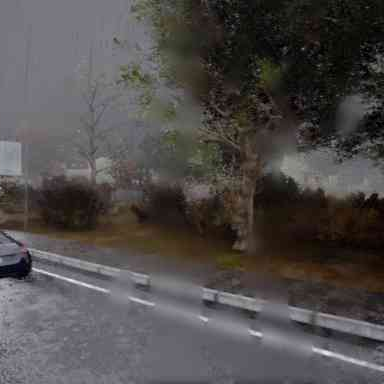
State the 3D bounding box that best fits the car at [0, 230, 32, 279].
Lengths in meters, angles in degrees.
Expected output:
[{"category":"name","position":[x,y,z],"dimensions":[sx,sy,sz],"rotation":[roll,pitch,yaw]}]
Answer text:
[{"category":"car","position":[-6.110,1.572,8.994],"dimensions":[4.181,1.385,1.994],"rotation":[0,0,39]}]
